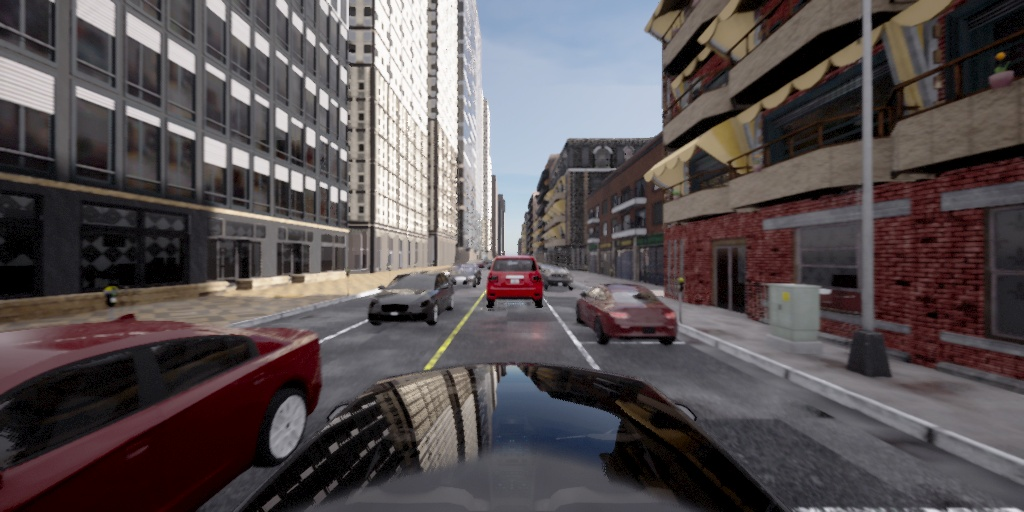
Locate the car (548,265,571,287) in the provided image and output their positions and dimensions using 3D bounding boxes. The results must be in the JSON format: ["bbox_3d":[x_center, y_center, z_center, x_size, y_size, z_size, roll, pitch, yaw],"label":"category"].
[{"bbox_3d":[2.696,1.330,22.172,2.007,1.370,4.403,0,0,0],"label":"car"}]

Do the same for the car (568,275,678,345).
[{"bbox_3d":[2.743,1.343,9.255,1.802,1.307,4.207,0,0,0],"label":"car"}]

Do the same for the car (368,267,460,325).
[{"bbox_3d":[-3.092,1.269,11.877,1.837,1.490,4.892,0,0,0],"label":"car"}]

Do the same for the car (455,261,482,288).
[{"bbox_3d":[-3.075,1.273,23.823,2.128,1.511,4.902,0,0,0],"label":"car"}]

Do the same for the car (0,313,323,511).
[{"bbox_3d":[-3.099,1.228,2.053,1.882,1.535,5.008,0,0,0],"label":"car"}]

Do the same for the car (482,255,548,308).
[{"bbox_3d":[0.103,0.992,15.512,2.150,2.045,5.566,0,0,0],"label":"car"}]
